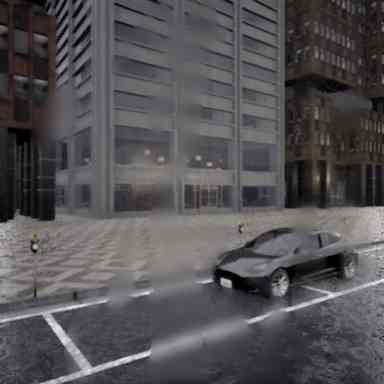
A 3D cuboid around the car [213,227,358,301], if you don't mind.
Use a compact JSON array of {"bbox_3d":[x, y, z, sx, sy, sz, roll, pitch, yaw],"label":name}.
[{"bbox_3d":[2.516,1.600,8.443,4.313,1.339,1.947,0,0,-35],"label":"car"}]
